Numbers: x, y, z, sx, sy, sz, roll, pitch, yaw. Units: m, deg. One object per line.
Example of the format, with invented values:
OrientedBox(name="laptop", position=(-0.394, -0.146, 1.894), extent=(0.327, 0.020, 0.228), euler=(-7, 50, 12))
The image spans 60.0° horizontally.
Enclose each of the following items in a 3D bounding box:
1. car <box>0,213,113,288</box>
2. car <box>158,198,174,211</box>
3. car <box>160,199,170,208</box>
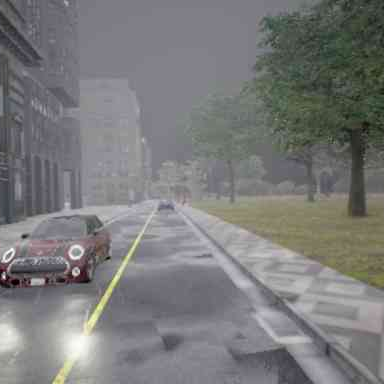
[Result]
OrientedBox(name="car", position=(-3.744, 1.498, 9.909), extent=(2.097, 1.767, 4.553), euler=(-2, 0, -4))
OrientedBox(name="car", position=(-3.569, 1.648, 45.578), extent=(2.097, 1.767, 4.553), euler=(-2, 0, -5))
OrientedBox(name="car", position=(-4.818, 1.957, 59.587), extent=(1.812, 1.442, 4.674), euler=(-2, -1, -4))
